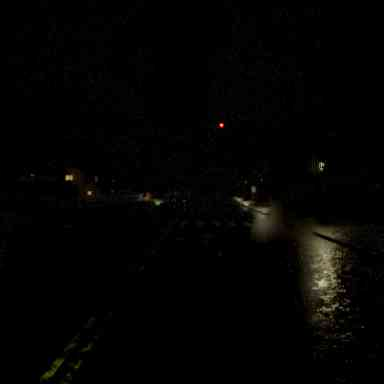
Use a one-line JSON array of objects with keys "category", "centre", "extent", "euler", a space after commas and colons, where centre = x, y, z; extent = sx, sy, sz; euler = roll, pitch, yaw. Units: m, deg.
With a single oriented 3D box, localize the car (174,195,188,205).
[{"category": "car", "centre": [-1.706, 1.203, 51.628], "extent": [1.837, 1.490, 4.892], "euler": [0, 2, 3]}]
